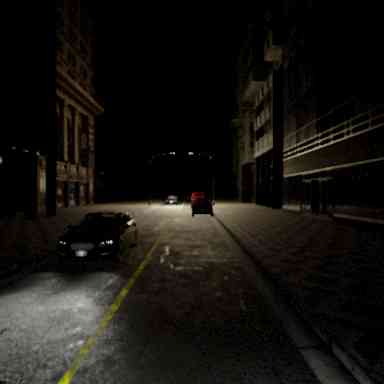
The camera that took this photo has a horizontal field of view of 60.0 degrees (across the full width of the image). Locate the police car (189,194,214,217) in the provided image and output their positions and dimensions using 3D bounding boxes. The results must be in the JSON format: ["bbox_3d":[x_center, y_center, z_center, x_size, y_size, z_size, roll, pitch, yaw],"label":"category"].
[{"bbox_3d":[0.904,1.321,30.351,1.930,1.638,5.238,0,0,0],"label":"police car"}]

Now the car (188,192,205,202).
[{"bbox_3d":[0.907,1.081,46.272,2.150,2.045,5.566,0,0,0],"label":"car"}]

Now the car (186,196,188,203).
[{"bbox_3d":[0.009,1.179,64.643,2.097,1.767,4.553,0,0,0],"label":"car"}]

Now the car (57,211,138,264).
[{"bbox_3d":[-3.099,1.447,11.755,2.128,1.511,4.902,0,0,0],"label":"car"}]

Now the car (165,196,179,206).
[{"bbox_3d":[-3.068,1.337,51.996,2.128,1.511,4.902,0,0,0],"label":"car"}]

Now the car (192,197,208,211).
[{"bbox_3d":[0.906,1.395,40.242,1.812,1.442,4.674,0,0,0],"label":"car"}]

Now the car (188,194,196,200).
[{"bbox_3d":[0.012,1.289,83.820,1.895,1.301,4.718,0,0,0],"label":"car"}]
